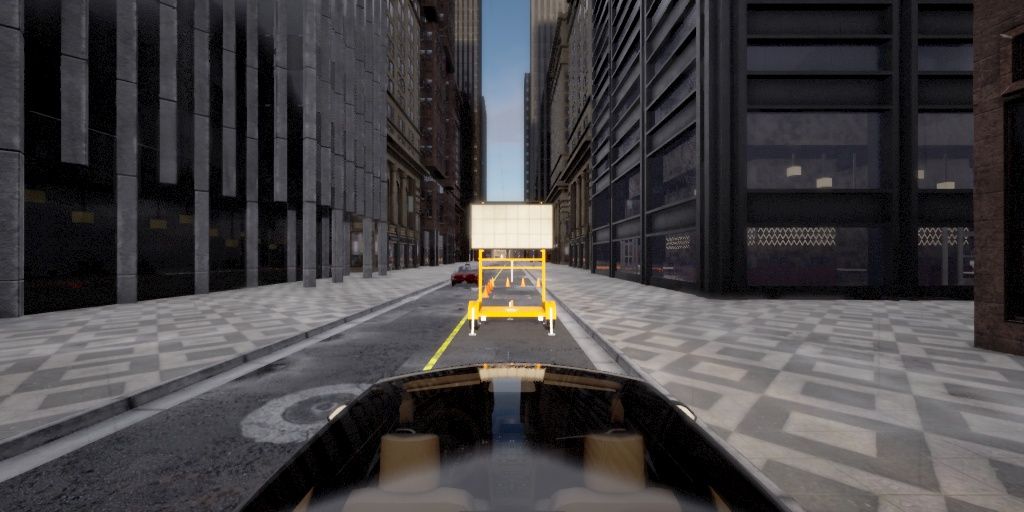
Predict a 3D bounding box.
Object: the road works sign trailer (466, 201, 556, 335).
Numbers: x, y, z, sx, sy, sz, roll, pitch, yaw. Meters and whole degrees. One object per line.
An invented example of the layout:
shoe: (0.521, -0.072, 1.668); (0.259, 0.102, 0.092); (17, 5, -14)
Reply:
road works sign trailer: (0.002, 0.215, 10.470); (2.380, 3.560, 2.880); (0, 0, 0)

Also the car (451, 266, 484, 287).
car: (-3.001, 1.354, 24.835); (1.895, 1.301, 4.718); (0, 0, 0)
